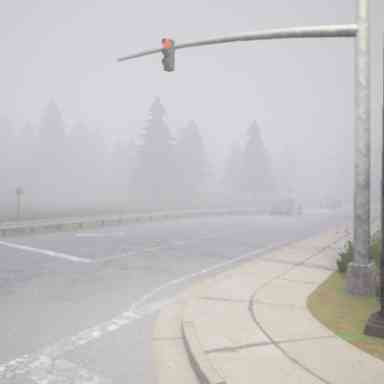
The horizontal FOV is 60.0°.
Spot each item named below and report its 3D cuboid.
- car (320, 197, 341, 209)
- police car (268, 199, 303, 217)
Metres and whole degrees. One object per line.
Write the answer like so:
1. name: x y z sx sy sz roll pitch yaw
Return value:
1. car: 18.463 1.415 44.258 2.128 1.511 4.902 0 0 37
2. police car: 8.589 1.429 30.536 2.038 1.542 4.974 0 0 35
